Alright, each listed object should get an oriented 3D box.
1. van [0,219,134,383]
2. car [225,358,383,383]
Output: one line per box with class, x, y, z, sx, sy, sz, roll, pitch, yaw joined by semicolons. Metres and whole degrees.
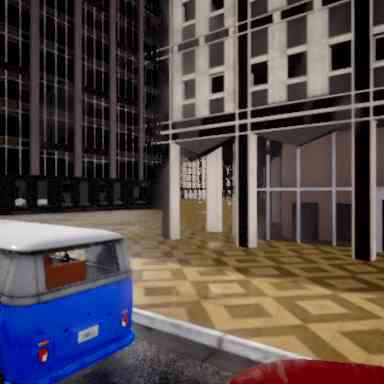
van;-2.660;1.338;4.775;3.998;1.788;1.690;0;0;35
car;1.951;1.583;1.486;4.206;1.307;1.802;0;0;35
